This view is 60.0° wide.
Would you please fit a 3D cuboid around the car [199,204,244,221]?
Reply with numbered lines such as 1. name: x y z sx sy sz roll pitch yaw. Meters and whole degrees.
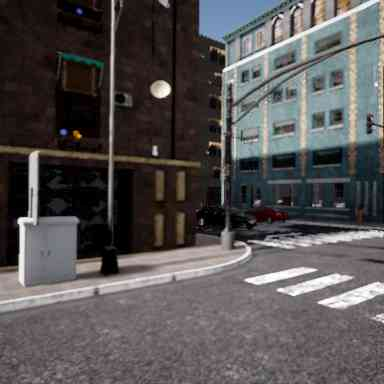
1. car: 2.676 1.830 31.131 1.947 1.339 4.313 1 -1 -35

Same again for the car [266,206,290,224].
1. car: 5.849 1.801 26.609 1.802 1.307 4.206 1 -1 -35

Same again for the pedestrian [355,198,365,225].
1. pedestrian: 11.761 1.356 23.334 0.375 1.860 0.375 1 0 -35

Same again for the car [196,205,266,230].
1. car: 2.186 1.619 21.755 1.837 1.490 4.892 1 -1 -35
